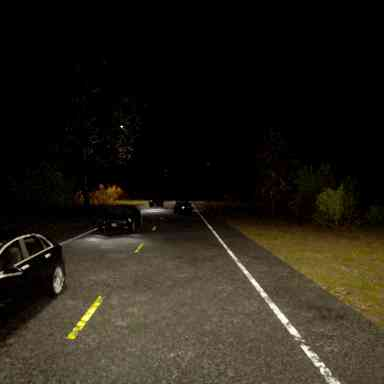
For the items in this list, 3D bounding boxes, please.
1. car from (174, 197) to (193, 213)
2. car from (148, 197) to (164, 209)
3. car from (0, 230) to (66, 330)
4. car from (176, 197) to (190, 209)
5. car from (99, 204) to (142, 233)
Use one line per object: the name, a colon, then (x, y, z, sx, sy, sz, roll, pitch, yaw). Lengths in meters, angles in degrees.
car: (-0.961, 1.559, 36.344, 1.994, 1.385, 4.181, 0, 0, -1)
car: (-4.959, 1.490, 46.323, 2.128, 1.511, 4.902, 0, 0, -2)
car: (-3.739, 1.503, 5.760, 1.837, 1.490, 4.892, 0, 0, -2)
car: (-1.300, 1.503, 47.203, 1.837, 1.490, 4.892, 0, 0, -2)
car: (-4.156, 1.473, 19.907, 1.882, 1.535, 5.008, 0, 0, -2)
